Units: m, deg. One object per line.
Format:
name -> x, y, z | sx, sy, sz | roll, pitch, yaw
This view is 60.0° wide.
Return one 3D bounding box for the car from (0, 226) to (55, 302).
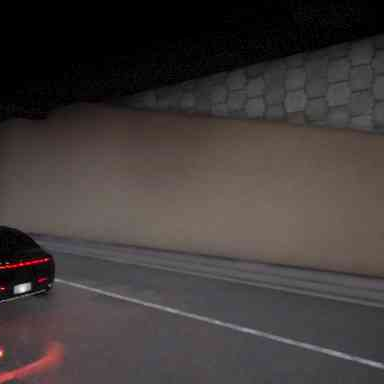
car -> -5.054, 1.513, 7.529 | 4.892, 1.490, 1.837 | 0, 0, 36
